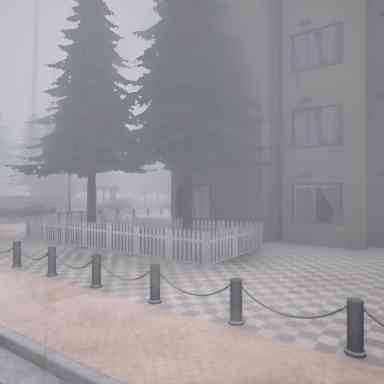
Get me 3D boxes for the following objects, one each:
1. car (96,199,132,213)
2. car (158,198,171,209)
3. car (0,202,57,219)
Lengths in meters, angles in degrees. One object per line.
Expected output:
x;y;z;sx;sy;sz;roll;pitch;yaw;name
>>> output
-8.727;1.476;36.233;2.128;1.511;4.902;0;0;37;car
-2.486;1.510;44.461;1.812;1.442;4.674;0;0;37;car
-14.354;1.585;28.786;1.895;1.301;4.718;0;0;37;car
